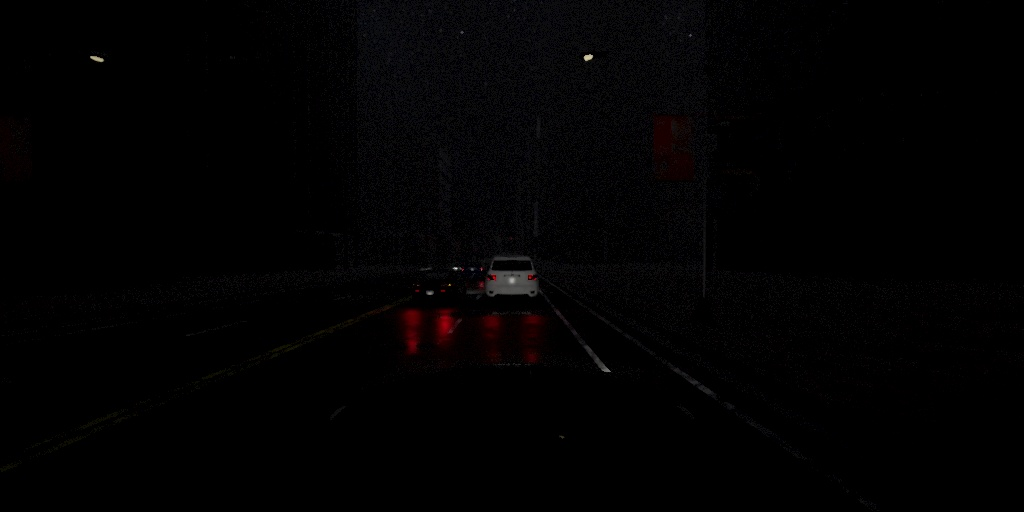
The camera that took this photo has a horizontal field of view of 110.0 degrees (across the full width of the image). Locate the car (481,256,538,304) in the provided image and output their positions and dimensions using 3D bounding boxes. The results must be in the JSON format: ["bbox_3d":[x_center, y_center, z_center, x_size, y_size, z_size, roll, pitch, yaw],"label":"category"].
[{"bbox_3d":[0.000,1.014,16.533,2.150,2.045,5.566,0,0,0],"label":"car"}]

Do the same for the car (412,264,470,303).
[{"bbox_3d":[-3.250,1.289,16.504,1.812,1.442,4.674,0,0,0],"label":"car"}]

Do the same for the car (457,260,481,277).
[{"bbox_3d":[-3.250,1.152,31.476,2.097,1.767,4.553,0,0,0],"label":"car"}]
